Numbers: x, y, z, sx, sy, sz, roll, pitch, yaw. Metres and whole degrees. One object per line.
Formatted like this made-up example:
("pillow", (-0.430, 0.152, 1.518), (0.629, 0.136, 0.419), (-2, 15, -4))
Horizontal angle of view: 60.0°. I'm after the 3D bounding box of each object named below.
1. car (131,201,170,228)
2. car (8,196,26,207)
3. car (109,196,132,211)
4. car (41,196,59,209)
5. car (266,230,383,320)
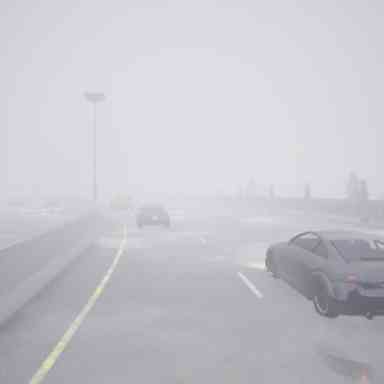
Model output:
("car", (-2.643, 1.469, 21.551), (1.994, 1.385, 4.181), (0, 0, -13))
("car", (-25.715, 1.363, 48.767), (1.837, 1.490, 4.892), (0, 0, -33))
("car", (-8.251, 1.194, 38.636), (2.097, 1.767, 4.553), (0, 0, -23))
("car", (-18.797, 1.359, 44.000), (1.837, 1.490, 4.892), (0, 1, -29))
("car", (3.090, 1.516, 7.370), (1.994, 1.385, 4.181), (0, 0, -5))
